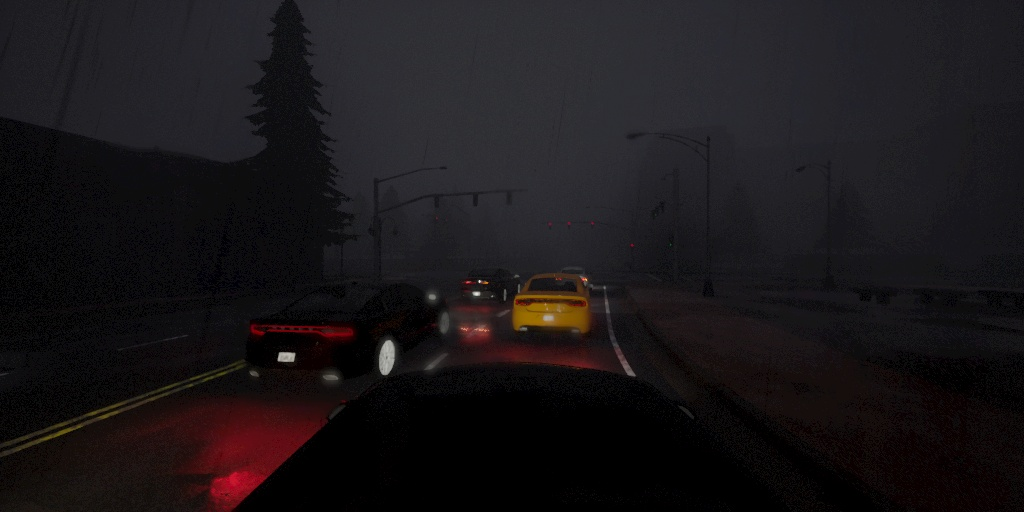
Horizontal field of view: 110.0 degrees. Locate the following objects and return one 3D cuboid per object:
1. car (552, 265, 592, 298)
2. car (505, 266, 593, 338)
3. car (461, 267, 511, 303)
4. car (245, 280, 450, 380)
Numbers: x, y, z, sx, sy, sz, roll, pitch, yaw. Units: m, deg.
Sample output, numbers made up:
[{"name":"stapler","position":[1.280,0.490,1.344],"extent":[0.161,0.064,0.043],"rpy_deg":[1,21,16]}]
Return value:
[{"name":"car","position":[3.369,1.273,19.407],"extent":[1.812,1.442,4.674],"rpy_deg":[0,0,14]},{"name":"car","position":[1.301,1.227,10.377],"extent":[1.882,1.535,5.008],"rpy_deg":[0,0,11]},{"name":"car","position":[-0.860,1.254,16.651],"extent":[1.837,1.490,4.892],"rpy_deg":[0,0,13]},{"name":"car","position":[-2.764,1.227,7.347],"extent":[1.882,1.535,5.008],"rpy_deg":[0,0,7]}]
